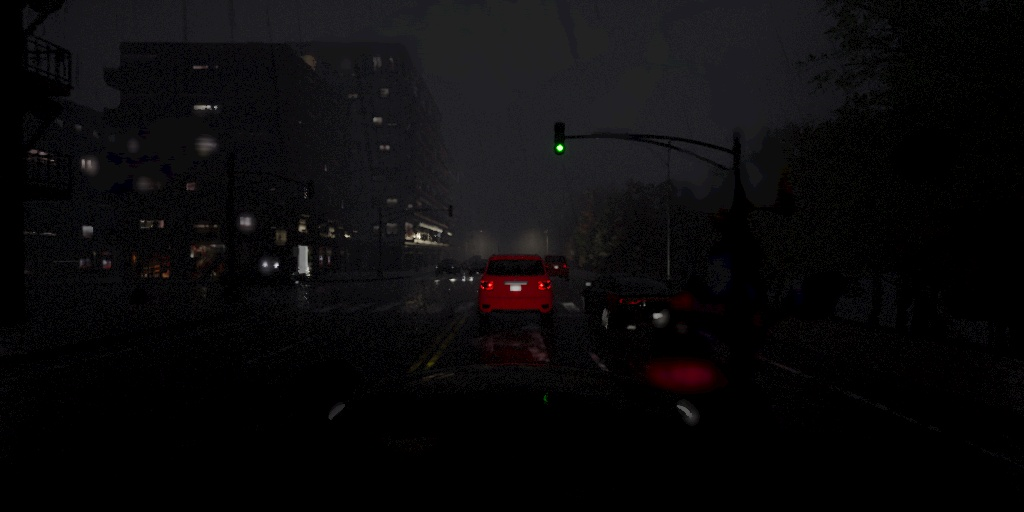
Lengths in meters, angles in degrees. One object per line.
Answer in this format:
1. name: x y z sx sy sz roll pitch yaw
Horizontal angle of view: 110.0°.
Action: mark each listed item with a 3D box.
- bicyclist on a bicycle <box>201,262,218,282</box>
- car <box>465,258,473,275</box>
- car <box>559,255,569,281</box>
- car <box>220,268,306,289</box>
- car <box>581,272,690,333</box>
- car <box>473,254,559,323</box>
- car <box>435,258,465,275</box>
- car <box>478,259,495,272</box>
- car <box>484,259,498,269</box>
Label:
1. bicyclist on a bicycle: -24.876 1.290 29.469 0.582 1.620 1.656 -1 1 -1
2. car: -3.341 1.251 37.599 2.033 1.411 5.357 0 0 0
3. car: 3.349 0.933 29.799 2.150 2.045 5.566 0 0 0
4. car: -16.713 1.511 24.150 4.718 1.301 1.895 -1 0 -1
5. car: 3.351 1.215 10.671 1.882 1.535 5.008 0 0 0
6. car: 0.100 0.956 12.238 2.150 2.045 5.566 0 0 0
7. car: -6.590 1.056 37.424 2.097 1.767 4.553 0 0 0
8. car: -3.321 1.200 47.135 1.837 1.490 4.892 0 0 0
9. car: -3.257 1.252 56.029 1.994 1.385 4.181 0 0 0
